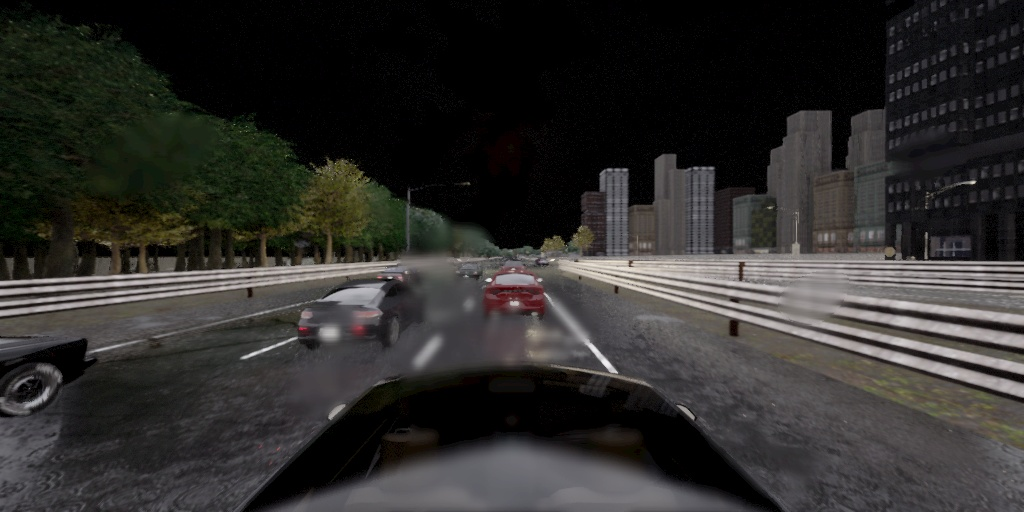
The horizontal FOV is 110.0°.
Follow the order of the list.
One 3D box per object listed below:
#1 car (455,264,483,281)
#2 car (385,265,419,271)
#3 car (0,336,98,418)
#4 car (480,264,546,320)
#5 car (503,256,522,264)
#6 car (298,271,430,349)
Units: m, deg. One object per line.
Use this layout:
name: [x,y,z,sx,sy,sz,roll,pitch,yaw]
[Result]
car: [-3.397,1.318,29.627,1.895,1.301,4.718,0,0,0]
car: [-6.896,1.278,22.691,2.033,1.411,5.357,0,0,0]
car: [-6.901,1.351,2.960,1.895,1.301,4.718,0,0,0]
car: [0.100,1.222,12.675,1.882,1.535,5.008,0,0,0]
car: [0.102,1.067,30.561,2.097,1.767,4.553,0,0,0]
car: [-3.401,1.273,9.000,1.812,1.442,4.674,0,0,0]
